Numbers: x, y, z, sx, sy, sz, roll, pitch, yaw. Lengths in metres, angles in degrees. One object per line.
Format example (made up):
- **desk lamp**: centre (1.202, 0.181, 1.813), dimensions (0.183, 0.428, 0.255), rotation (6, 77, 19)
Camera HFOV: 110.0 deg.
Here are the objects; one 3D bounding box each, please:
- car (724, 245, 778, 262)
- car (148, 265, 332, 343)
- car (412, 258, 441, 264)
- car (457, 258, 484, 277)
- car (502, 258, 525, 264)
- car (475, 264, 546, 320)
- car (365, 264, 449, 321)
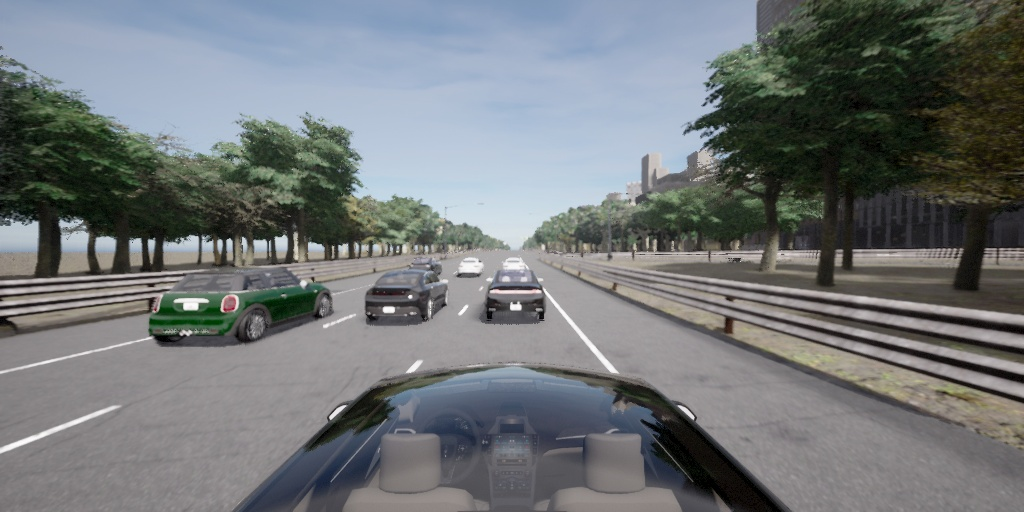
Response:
- **car**: centre (29.345, -0.312, 44.222), dimensions (2.150, 2.045, 5.566), rotation (-1, 1, -40)
- **car**: centre (-6.896, 1.085, 9.826), dimensions (2.097, 1.767, 4.553), rotation (0, 0, 0)
- **car**: centre (-6.889, 0.894, 29.010), dimensions (2.128, 1.511, 4.902), rotation (0, 1, 0)
- **car**: centre (-3.391, 0.903, 30.112), dimensions (1.812, 1.442, 4.674), rotation (0, 1, 0)
- **car**: centre (0.126, 0.902, 30.133), dimensions (1.812, 1.442, 4.674), rotation (0, 1, 0)
- **car**: centre (0.105, 1.200, 12.432), dimensions (2.128, 1.511, 4.902), rotation (0, 1, 0)
- **car**: centre (-3.395, 1.216, 12.318), dimensions (1.837, 1.490, 4.892), rotation (0, 1, 0)
